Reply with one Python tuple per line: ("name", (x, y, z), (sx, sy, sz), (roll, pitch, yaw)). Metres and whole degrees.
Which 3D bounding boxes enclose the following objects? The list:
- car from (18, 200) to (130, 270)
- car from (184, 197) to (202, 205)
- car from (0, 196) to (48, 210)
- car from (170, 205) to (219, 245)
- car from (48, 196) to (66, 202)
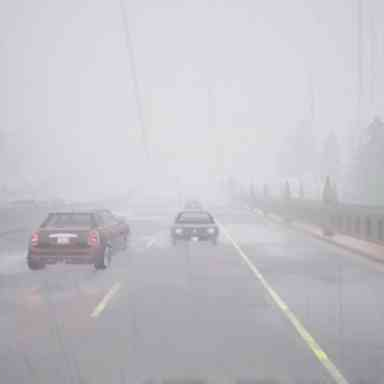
("car", (-3.395, 1.271, 10.886), (2.097, 1.767, 4.553), (0, 1, 0))
("car", (0.113, 1.243, 35.684), (1.812, 1.442, 4.674), (0, 1, 0))
("car", (-14.021, 1.303, 27.164), (1.837, 1.490, 4.892), (0, 0, 0))
("car", (0.106, 1.488, 14.839), (1.895, 1.301, 4.718), (0, 0, 0))
("car", (-17.483, 1.212, 41.570), (1.895, 1.301, 4.718), (0, 2, 0))
